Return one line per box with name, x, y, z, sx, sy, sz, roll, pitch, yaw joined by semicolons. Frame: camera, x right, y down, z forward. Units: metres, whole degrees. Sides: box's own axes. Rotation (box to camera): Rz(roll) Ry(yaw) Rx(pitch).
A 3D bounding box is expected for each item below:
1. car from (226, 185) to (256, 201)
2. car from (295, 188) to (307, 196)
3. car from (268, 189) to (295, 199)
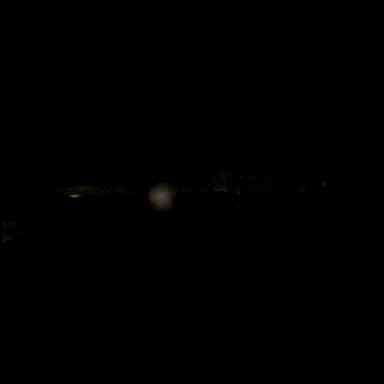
car;6.858;0.099;46.108;2.150;2.045;5.566;-1;1;35
car;18.772;-0.037;58.023;1.812;1.442;4.674;-1;1;35
car;13.166;0.224;50.018;2.033;1.411;5.357;-1;1;36
